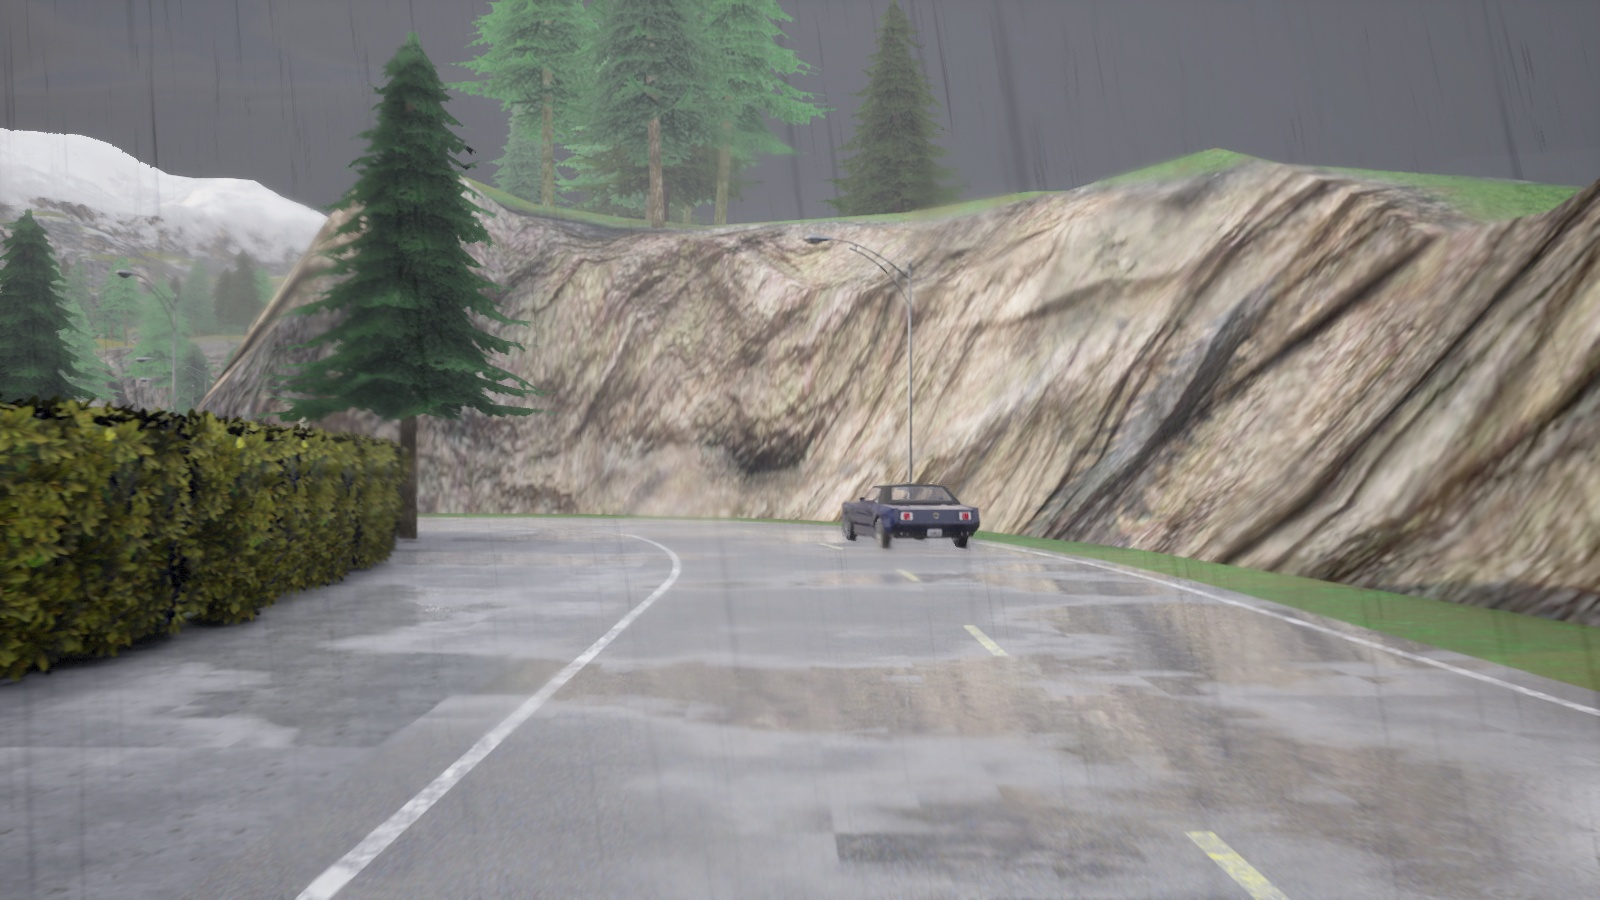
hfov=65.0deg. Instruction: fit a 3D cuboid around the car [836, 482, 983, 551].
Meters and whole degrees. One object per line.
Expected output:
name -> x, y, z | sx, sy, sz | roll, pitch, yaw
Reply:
car -> 2.234, 1.360, 27.088 | 1.895, 1.301, 4.718 | 0, -1, -11
